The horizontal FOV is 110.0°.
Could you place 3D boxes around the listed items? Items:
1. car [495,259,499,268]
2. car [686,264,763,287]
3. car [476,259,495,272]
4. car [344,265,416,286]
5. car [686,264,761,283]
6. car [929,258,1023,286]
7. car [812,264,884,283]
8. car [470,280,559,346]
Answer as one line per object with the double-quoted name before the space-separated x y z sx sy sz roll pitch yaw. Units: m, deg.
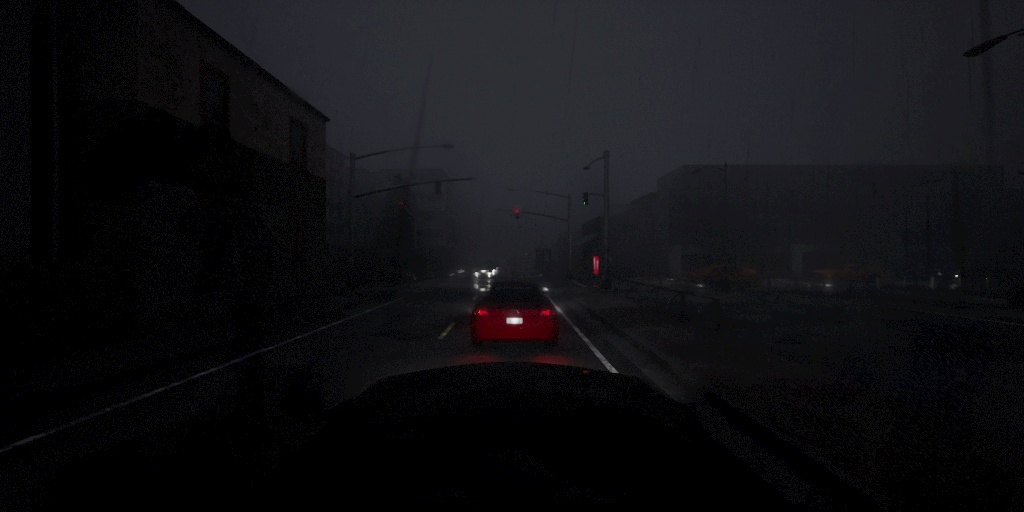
"car" -3.524 1.368 56.371 1.895 1.301 4.718 0 0 0
"car" 15.245 1.412 25.821 5.008 1.535 1.882 0 0 0
"car" -3.546 1.290 46.338 1.812 1.442 4.674 0 0 0
"car" -9.442 1.401 25.790 4.902 1.511 2.128 -1 0 0
"car" 17.328 1.413 29.525 5.008 1.535 1.882 0 0 0
"car" 38.043 1.157 29.529 5.566 2.045 2.150 0 0 0
"car" 27.553 1.413 29.535 5.008 1.535 1.882 0 0 0
"car" 0.071 1.316 9.467 1.994 1.385 4.181 0 0 0
